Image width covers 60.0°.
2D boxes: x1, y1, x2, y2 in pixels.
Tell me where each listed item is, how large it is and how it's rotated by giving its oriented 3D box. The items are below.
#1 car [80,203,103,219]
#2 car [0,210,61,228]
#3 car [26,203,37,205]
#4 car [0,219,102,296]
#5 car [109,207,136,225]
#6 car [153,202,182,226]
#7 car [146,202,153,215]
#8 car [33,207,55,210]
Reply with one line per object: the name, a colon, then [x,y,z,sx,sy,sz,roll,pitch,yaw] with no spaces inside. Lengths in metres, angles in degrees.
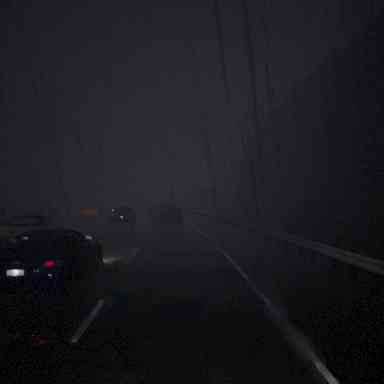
car: [-10.367,1.874,34.468,1.882,1.535,5.008,0,-1,-11]
car: [-7.762,1.794,16.265,1.895,1.301,4.718,0,-1,-5]
car: [-37.575,2.401,78.300,1.882,1.535,5.008,0,-1,-12]
car: [-3.761,1.670,8.928,1.994,1.385,4.181,0,-1,-3]
car: [-5.541,1.868,26.887,1.994,1.385,4.181,0,-1,-8]
car: [-1.869,1.764,25.942,1.882,1.535,5.008,0,-1,-8]
car: [-4.569,1.936,41.234,1.882,1.535,5.008,0,-1,-11]
car: [-12.995,1.948,29.425,1.895,1.301,4.718,0,-1,-9]
